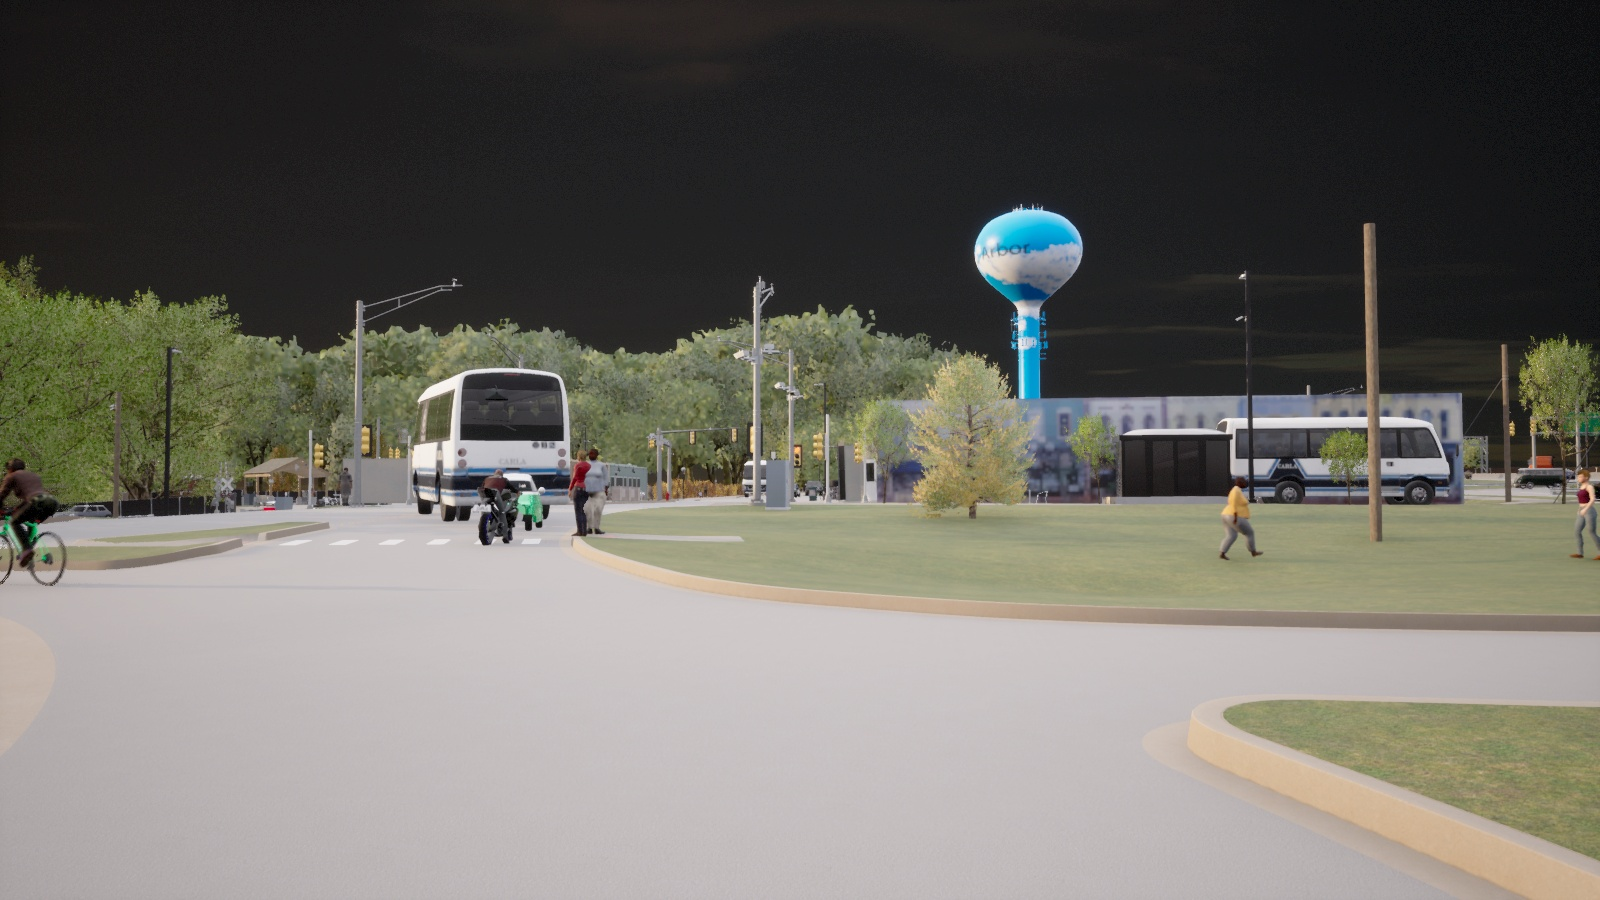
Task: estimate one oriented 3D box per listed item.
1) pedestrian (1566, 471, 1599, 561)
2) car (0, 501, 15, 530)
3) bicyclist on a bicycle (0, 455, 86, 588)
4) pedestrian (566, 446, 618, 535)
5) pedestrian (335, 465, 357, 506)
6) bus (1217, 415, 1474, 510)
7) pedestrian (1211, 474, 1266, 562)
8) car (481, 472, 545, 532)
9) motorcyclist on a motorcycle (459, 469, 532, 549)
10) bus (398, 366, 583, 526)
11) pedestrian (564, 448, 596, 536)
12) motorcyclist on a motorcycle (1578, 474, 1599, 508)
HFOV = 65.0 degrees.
[{"bbox_3d":[16.111,1.347,25.714,0.594,1.836,0.345,0,-3,5],"label":"pedestrian"},{"bbox_3d":[-52.334,4.215,79.893,1.905,1.878,3.866,-1,-1,14],"label":"car"},{"bbox_3d":[-9.932,0.914,15.958,1.656,1.620,0.582,-2,-4,24],"label":"bicyclist on a bicycle"},{"bbox_3d":[-4.394,0.869,26.594,0.874,1.855,0.900,0,-3,6],"label":"pedestrian"},{"bbox_3d":[-21.889,1.713,60.524,0.659,1.952,0.873,0,-3,8],"label":"pedestrian"},{"bbox_3d":[25.260,0.647,58.803,10.273,4.253,3.944,0,-3,8],"label":"bus"},{"bbox_3d":[9.458,1.460,27.102,0.900,1.855,0.874,0,-3,5],"label":"pedestrian"},{"bbox_3d":[-7.034,1.252,30.901,1.481,1.376,2.207,0,-1,-11],"label":"car"},{"bbox_3d":[-6.113,1.153,25.371,0.866,1.530,2.191,0,-1,2],"label":"motorcyclist on a motorcycle"},{"bbox_3d":[-9.865,-0.054,38.899,3.944,4.253,10.273,0,-1,-23],"label":"bus"},{"bbox_3d":[-4.634,0.887,26.489,0.636,1.846,0.331,-2,-3,42],"label":"pedestrian"},{"bbox_3d":[36.386,1.853,56.625,2.044,1.523,0.797,-2,-3,21],"label":"motorcyclist on a motorcycle"}]
